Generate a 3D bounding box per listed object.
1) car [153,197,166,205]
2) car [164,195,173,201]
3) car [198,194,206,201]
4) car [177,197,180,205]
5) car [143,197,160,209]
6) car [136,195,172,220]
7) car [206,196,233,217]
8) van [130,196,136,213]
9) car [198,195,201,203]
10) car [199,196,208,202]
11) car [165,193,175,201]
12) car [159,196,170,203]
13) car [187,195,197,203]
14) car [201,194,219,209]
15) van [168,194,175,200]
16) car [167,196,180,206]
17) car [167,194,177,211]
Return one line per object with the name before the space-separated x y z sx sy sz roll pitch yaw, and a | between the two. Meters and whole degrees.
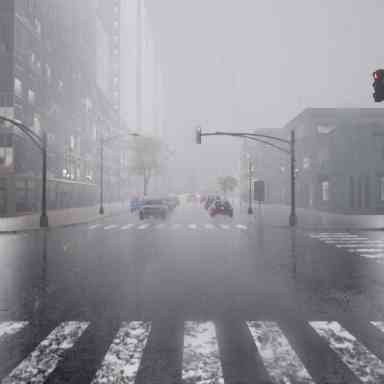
car | -5.751 1.590 59.297 1.802 1.307 4.206 1 0 0
car | -5.778 1.560 81.993 2.008 1.369 4.403 1 0 0
car | 2.596 1.450 87.716 1.967 1.590 4.097 1 0 0
car | -3.148 1.499 46.890 2.128 1.511 4.902 0 0 0
car | -5.735 1.533 47.779 1.752 1.417 4.829 1 0 0
car | -3.134 1.357 28.091 2.097 1.767 4.553 0 0 0
car | 2.667 1.445 30.977 1.967 1.590 4.097 1 0 0
van | -5.718 1.347 36.602 1.690 1.788 3.998 1 0 0
car | 2.627 1.323 65.021 2.192 1.841 5.009 1 0 0
car | 2.608 1.575 76.369 1.947 1.339 4.313 1 0 0
car | -5.781 1.325 87.668 2.192 1.841 5.009 1 0 0
car | -5.765 1.575 70.645 1.947 1.339 4.313 1 0 0
car | 0.014 1.361 69.553 2.097 1.767 4.553 0 0 0
car | 2.655 1.322 42.325 2.192 1.841 5.009 1 0 0
van | -5.789 1.351 93.341 1.690 1.788 3.998 1 0 0
car | -3.132 1.485 56.994 1.882 1.535 5.008 0 0 1
car | -3.143 1.358 37.004 2.097 1.767 4.553 0 0 0
